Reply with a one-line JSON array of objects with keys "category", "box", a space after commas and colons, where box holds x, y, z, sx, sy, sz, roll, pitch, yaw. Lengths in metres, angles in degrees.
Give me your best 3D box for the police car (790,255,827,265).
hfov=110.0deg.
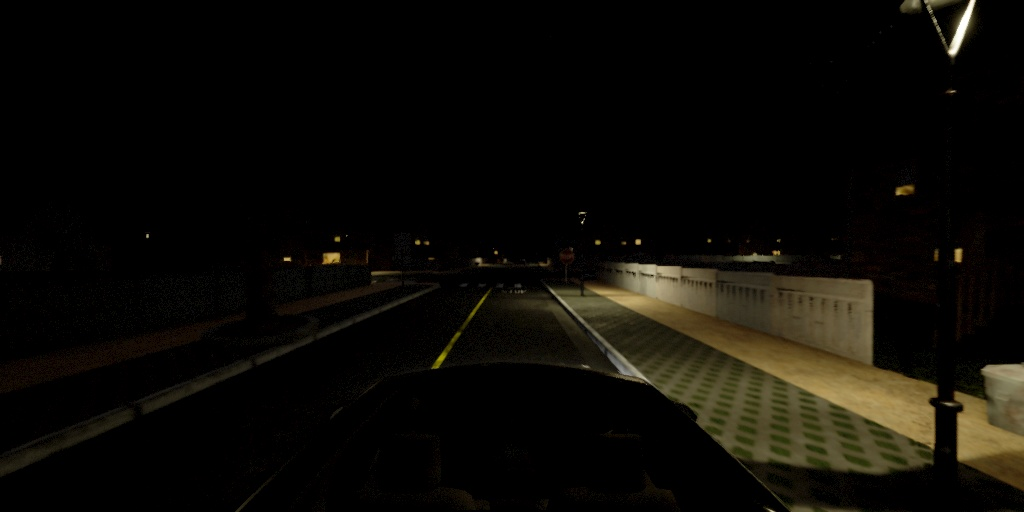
[{"category": "police car", "box": [37.630, 0.757, 45.417, 5.238, 1.638, 1.930, 0, 2, -16]}]
